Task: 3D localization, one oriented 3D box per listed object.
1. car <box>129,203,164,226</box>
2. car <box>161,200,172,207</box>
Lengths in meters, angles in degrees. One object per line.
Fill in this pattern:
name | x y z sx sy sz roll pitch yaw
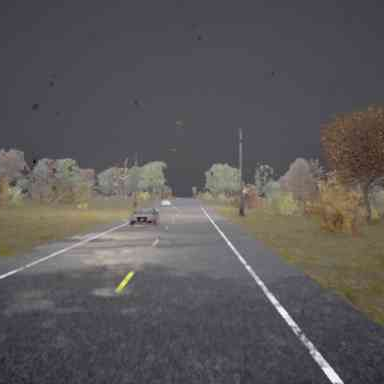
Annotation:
car | -3.588 1.842 25.820 1.994 1.385 4.181 0 -1 0
car | -5.218 2.254 66.268 1.812 1.442 4.674 0 -1 -7
